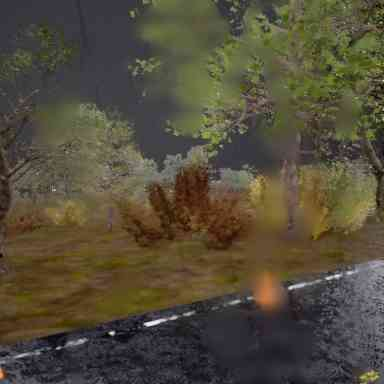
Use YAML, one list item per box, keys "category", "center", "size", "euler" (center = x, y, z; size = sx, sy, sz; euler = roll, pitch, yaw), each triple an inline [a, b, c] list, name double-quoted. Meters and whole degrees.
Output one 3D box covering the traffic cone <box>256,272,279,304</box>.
- category: "traffic cone"
  center: [1.572, 1.977, 6.955]
  size: [0.340, 0.580, 0.340]
  euler: [0, 0, -36]
